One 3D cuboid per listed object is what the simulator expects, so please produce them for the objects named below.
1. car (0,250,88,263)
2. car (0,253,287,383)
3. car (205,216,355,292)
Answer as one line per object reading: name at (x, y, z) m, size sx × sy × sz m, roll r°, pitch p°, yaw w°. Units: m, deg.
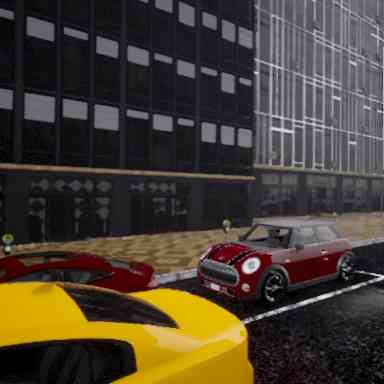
car at (-2.420, 1.582, 4.822) m, size 4.206 × 1.307 × 1.802 m, roll 0°, pitch 1°, yaw -36°
car at (-1.810, 1.479, 2.076) m, size 5.008 × 1.535 × 1.882 m, roll 0°, pitch 0°, yaw -36°
car at (2.095, 1.432, 8.043) m, size 4.097 × 1.590 × 1.967 m, roll 0°, pitch 1°, yaw -36°
